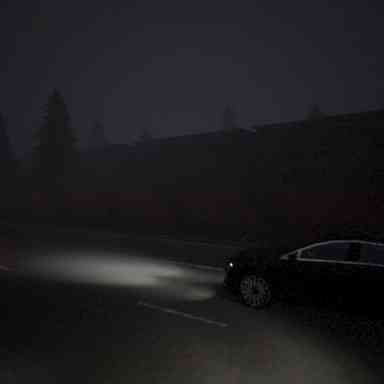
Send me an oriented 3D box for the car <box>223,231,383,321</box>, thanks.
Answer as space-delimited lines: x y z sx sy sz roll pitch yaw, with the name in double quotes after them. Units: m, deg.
2.919 1.497 6.210 4.902 1.511 2.128 0 0 36 "car"
